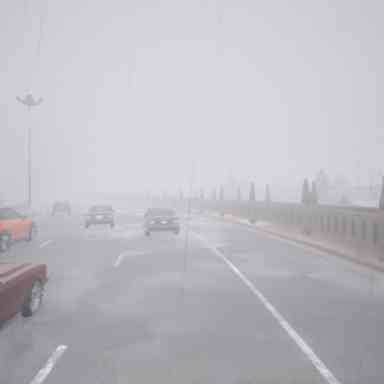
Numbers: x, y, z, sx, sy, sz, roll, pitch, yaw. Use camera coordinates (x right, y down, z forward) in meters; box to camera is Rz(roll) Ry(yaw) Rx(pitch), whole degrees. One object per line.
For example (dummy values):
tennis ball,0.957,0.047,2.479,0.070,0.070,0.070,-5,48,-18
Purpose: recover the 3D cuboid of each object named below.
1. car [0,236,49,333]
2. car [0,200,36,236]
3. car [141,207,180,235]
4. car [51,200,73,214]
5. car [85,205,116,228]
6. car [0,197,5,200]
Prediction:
car,-3.655,1.613,4.468,1.895,1.301,4.718,0,0,-3
car,-8.158,1.380,13.828,2.097,1.767,4.553,0,0,-8
car,-1.853,1.553,18.992,2.033,1.411,5.357,0,0,-11
car,-13.786,1.538,35.270,2.128,1.511,4.902,0,0,-21
car,-6.200,1.568,22.663,2.033,1.411,5.357,0,0,-13
car,-29.036,1.601,50.183,1.837,1.490,4.892,0,0,-29
